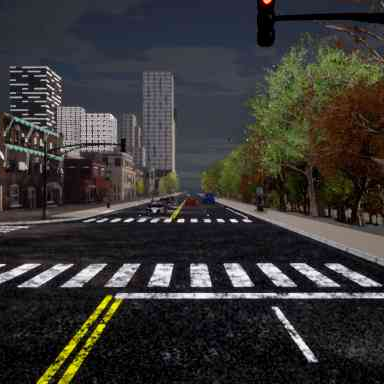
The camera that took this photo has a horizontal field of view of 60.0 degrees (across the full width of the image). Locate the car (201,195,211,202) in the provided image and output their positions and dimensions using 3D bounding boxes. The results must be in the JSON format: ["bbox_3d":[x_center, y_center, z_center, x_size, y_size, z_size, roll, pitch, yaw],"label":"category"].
[{"bbox_3d":[3.057,1.448,74.409,1.882,1.535,5.008,0,0,0],"label":"car"}]

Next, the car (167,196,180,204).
[{"bbox_3d":[-3.456,1.468,63.562,2.128,1.511,4.902,0,0,1],"label":"car"}]

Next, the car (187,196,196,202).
[{"bbox_3d":[-0.186,1.523,74.166,1.994,1.385,4.181,0,0,0],"label":"car"}]

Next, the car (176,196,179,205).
[{"bbox_3d":[-3.467,1.486,53.172,1.837,1.490,4.892,0,0,0],"label":"car"}]

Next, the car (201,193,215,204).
[{"bbox_3d":[3.187,1.197,63.834,2.150,2.045,5.566,0,0,0],"label":"car"}]

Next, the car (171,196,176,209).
[{"bbox_3d":[-3.449,1.490,43.032,1.837,1.490,4.892,0,0,0],"label":"car"}]

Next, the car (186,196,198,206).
[{"bbox_3d":[-0.040,1.544,54.061,1.994,1.385,4.181,0,0,0],"label":"car"}]

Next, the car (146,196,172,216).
[{"bbox_3d":[-3.429,1.481,32.982,2.128,1.511,4.902,0,0,0],"label":"car"}]
